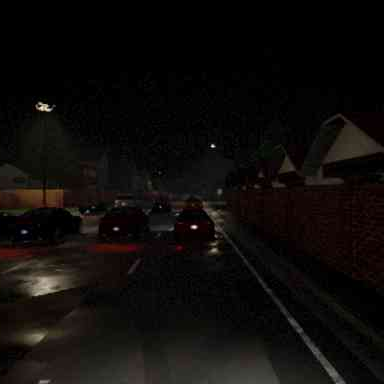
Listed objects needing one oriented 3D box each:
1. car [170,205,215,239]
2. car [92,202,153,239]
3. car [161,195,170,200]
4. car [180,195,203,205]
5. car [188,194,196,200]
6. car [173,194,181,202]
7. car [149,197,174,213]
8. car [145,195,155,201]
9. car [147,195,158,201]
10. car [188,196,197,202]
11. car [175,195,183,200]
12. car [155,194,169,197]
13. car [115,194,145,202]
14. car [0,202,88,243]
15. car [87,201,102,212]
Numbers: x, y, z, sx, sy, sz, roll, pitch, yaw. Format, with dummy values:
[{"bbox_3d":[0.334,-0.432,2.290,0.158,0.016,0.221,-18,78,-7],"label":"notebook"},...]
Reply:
[{"bbox_3d":[0.103,1.581,17.290,1.994,1.385,4.181,0,0,0],"label":"car"},{"bbox_3d":[-3.397,1.494,17.348,1.882,1.535,5.008,0,0,0],"label":"car"},{"bbox_3d":[-6.989,1.434,88.424,1.837,1.490,4.892,0,0,0],"label":"car"},{"bbox_3d":[0.105,1.388,36.665,2.097,1.767,4.553,0,0,0],"label":"car"},{"bbox_3d":[0.011,1.412,88.423,1.882,1.535,5.008,0,0,0],"label":"car"},{"bbox_3d":[-3.490,1.590,78.004,2.128,1.511,4.902,0,0,0],"label":"car"},{"bbox_3d":[-3.395,1.600,37.738,1.994,1.385,4.181,0,0,0],"label":"car"},{"bbox_3d":[-10.490,1.565,78.005,1.837,1.490,4.892,0,0,0],"label":"car"},{"bbox_3d":[-10.489,1.459,88.424,2.128,1.511,4.902,0,0,0],"label":"car"},{"bbox_3d":[0.010,1.604,78.004,2.033,1.411,5.357,0,0,0],"label":"car"},{"bbox_3d":[-3.489,1.434,88.424,1.837,1.490,4.892,0,0,0],"label":"car"},{"bbox_3d":[-6.990,1.565,78.005,1.837,1.490,4.892,0,0,0],"label":"car"},{"bbox_3d":[-6.895,1.257,36.241,2.150,2.045,5.566,0,0,0],"label":"car"},{"bbox_3d":[-6.898,1.493,16.166,1.882,1.535,5.008,0,0,0],"label":"car"},{"bbox_3d":[-10.396,1.635,35.429,1.895,1.301,4.718,0,0,0],"label":"car"}]
